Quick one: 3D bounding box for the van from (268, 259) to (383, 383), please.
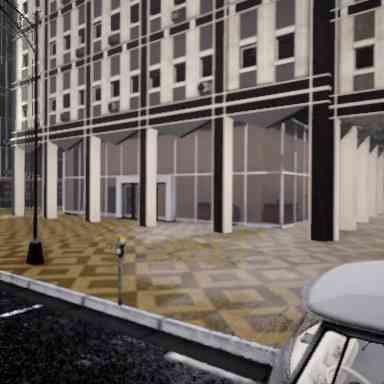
[{"bbox_3d":[2.211,1.341,1.286,3.998,1.788,1.690,0,1,35],"label":"van"}]
